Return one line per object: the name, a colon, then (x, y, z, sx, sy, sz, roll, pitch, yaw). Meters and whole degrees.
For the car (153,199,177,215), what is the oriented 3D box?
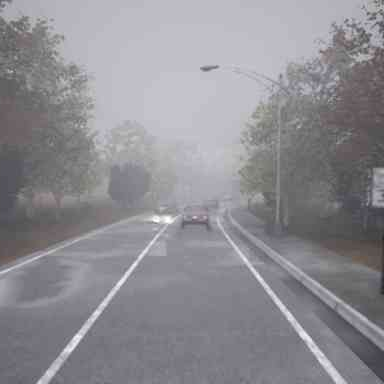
car: (-2.578, 1.420, 33.494, 2.128, 1.511, 4.902, 0, 0, 6)

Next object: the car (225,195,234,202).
car: (7.791, 1.410, 72.427, 1.812, 1.442, 4.674, 2, 0, 22)

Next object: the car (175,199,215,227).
car: (0.256, 1.477, 22.305, 2.033, 1.411, 5.357, 0, 2, 2)

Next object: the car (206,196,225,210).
car: (2.582, 1.459, 42.985, 2.128, 1.511, 4.902, 1, 0, 11)
